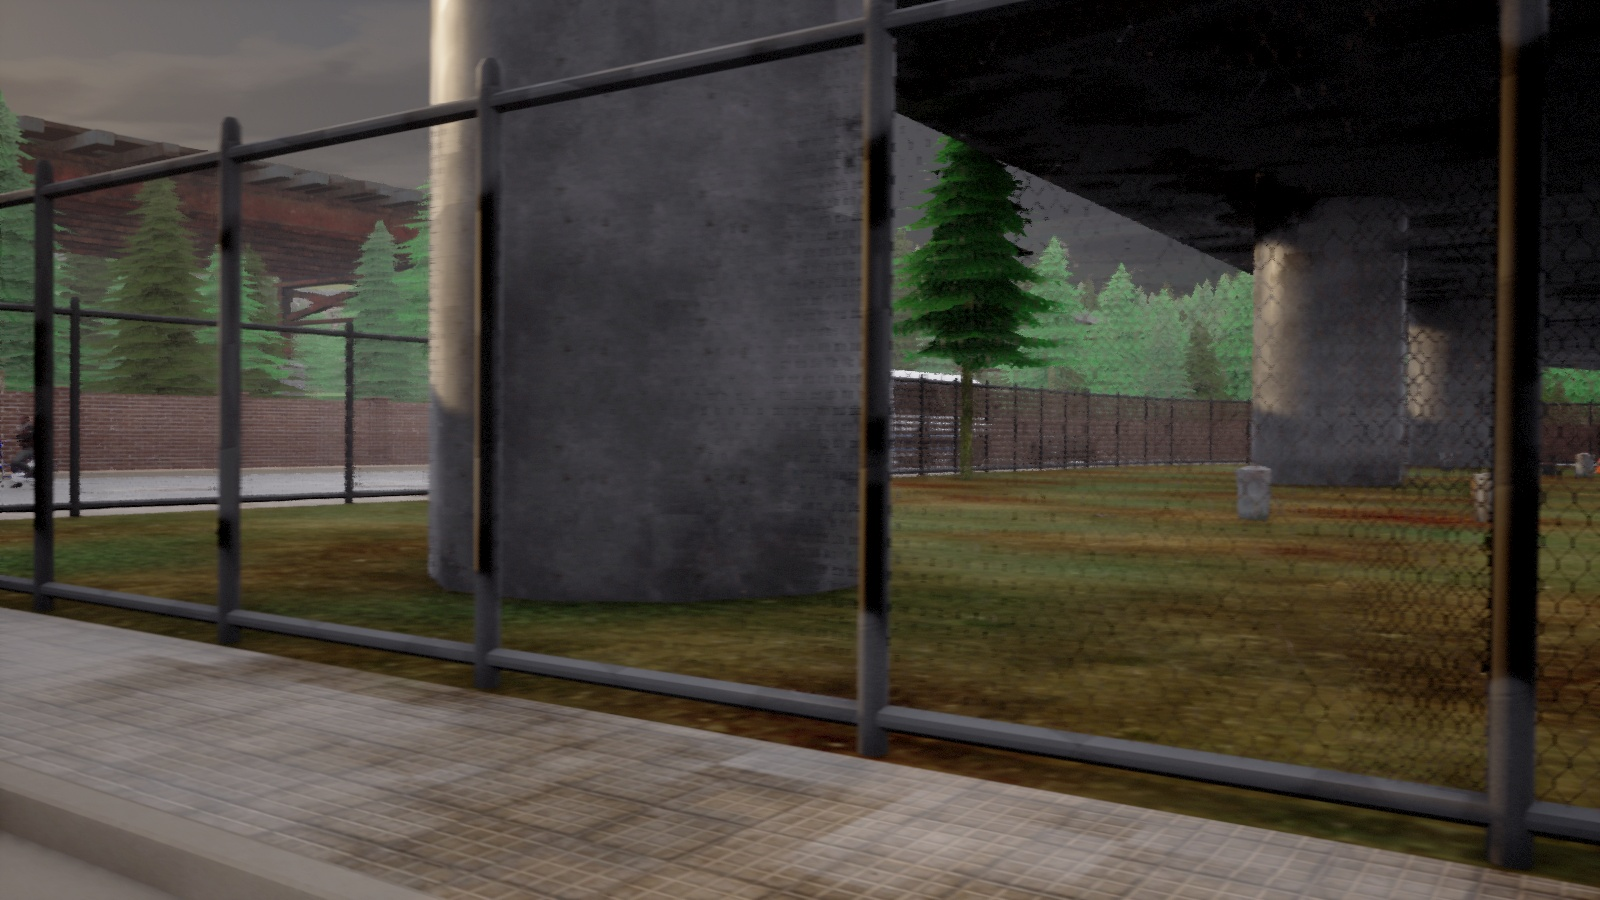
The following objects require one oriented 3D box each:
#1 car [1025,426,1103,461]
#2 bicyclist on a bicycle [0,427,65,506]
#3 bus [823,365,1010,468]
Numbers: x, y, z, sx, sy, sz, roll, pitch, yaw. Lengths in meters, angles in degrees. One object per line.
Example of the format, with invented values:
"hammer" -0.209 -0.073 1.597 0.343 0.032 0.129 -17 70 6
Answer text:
"car" 12.765 -0.313 60.582 1.851 1.617 3.988 0 1 43
"bicyclist on a bicycle" -17.983 0.372 28.789 0.659 1.776 1.843 0 1 34
"bus" 5.533 -1.476 57.193 3.944 4.253 10.273 0 1 34
